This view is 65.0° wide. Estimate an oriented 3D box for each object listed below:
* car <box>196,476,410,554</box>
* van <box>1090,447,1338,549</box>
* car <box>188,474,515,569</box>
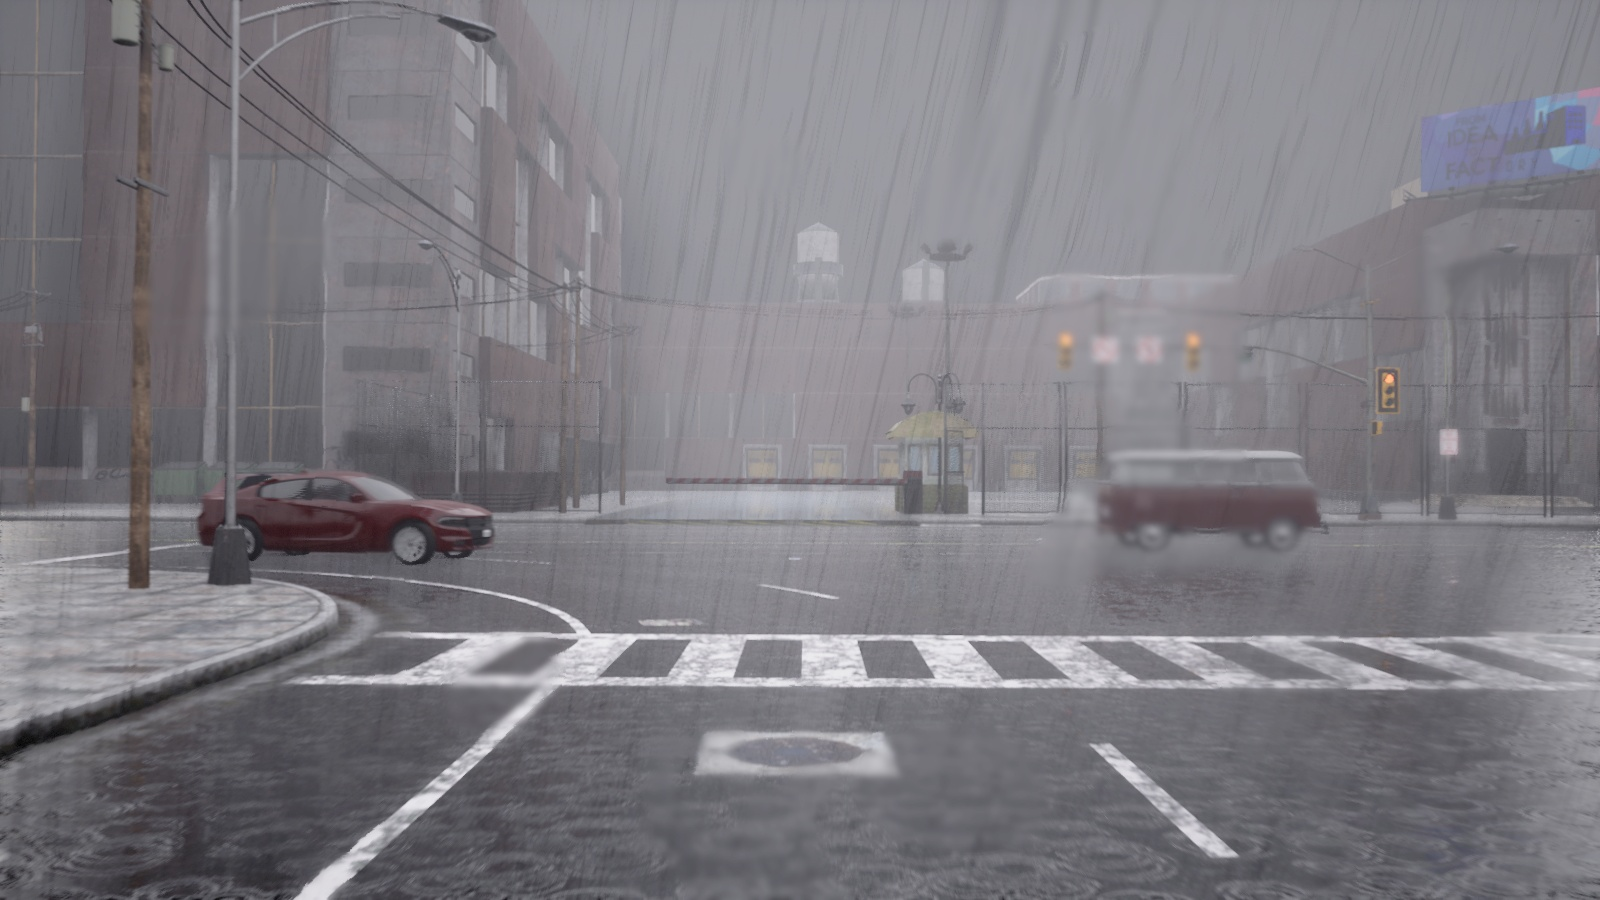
[{"bbox_3d":[-10.060,1.298,25.634,3.633,1.501,1.845,0,-1,0],"label":"car"},{"bbox_3d":[8.328,0.961,25.521,4.442,1.987,1.775,0,-1,0],"label":"van"},{"bbox_3d":[-7.640,1.184,21.572,5.008,1.535,1.882,0,-1,9],"label":"car"}]
